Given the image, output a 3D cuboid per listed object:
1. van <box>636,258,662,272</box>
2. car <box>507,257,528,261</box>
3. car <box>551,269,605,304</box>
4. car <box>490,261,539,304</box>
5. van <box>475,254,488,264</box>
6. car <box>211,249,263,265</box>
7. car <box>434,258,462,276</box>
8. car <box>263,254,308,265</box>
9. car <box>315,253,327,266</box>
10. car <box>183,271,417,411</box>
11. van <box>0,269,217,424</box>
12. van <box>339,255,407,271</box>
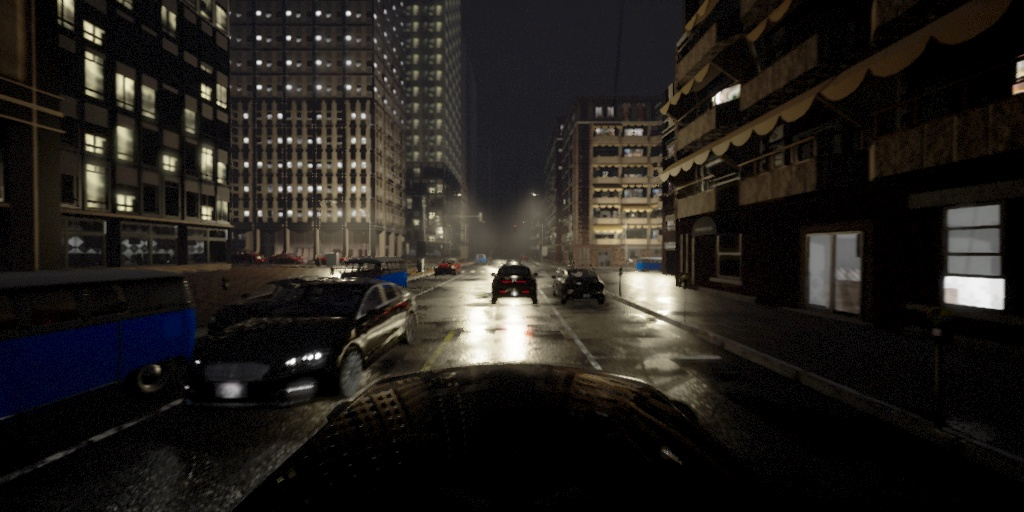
[{"bbox_3d":[16.921,1.092,42.794,3.998,1.789,1.690,0,0,0],"label":"van"},{"bbox_3d":[0.106,1.054,31.003,1.994,1.385,4.181,0,0,0],"label":"car"},{"bbox_3d":[2.694,1.181,15.131,2.007,1.370,4.403,0,0,0],"label":"car"},{"bbox_3d":[0.102,1.130,15.656,1.837,1.490,4.892,0,0,0],"label":"car"},{"bbox_3d":[-5.677,0.548,64.551,1.690,1.789,3.998,0,0,0],"label":"van"},{"bbox_3d":[-32.287,0.119,42.820,5.009,1.841,2.192,0,0,0],"label":"car"},{"bbox_3d":[-5.684,0.922,32.079,1.967,1.591,4.097,0,0,0],"label":"car"},{"bbox_3d":[-26.713,0.493,42.832,4.207,1.307,1.802,0,0,0],"label":"car"},{"bbox_3d":[-21.139,0.458,42.845,4.097,1.591,1.967,0,0,0],"label":"car"},{"bbox_3d":[-3.099,1.199,6.405,2.128,1.511,4.902,0,1,0],"label":"car"},{"bbox_3d":[-5.689,1.072,3.837,1.690,1.789,3.998,0,0,0],"label":"van"},{"bbox_3d":[-5.687,0.971,15.133,1.690,1.789,3.998,0,0,0],"label":"van"}]
